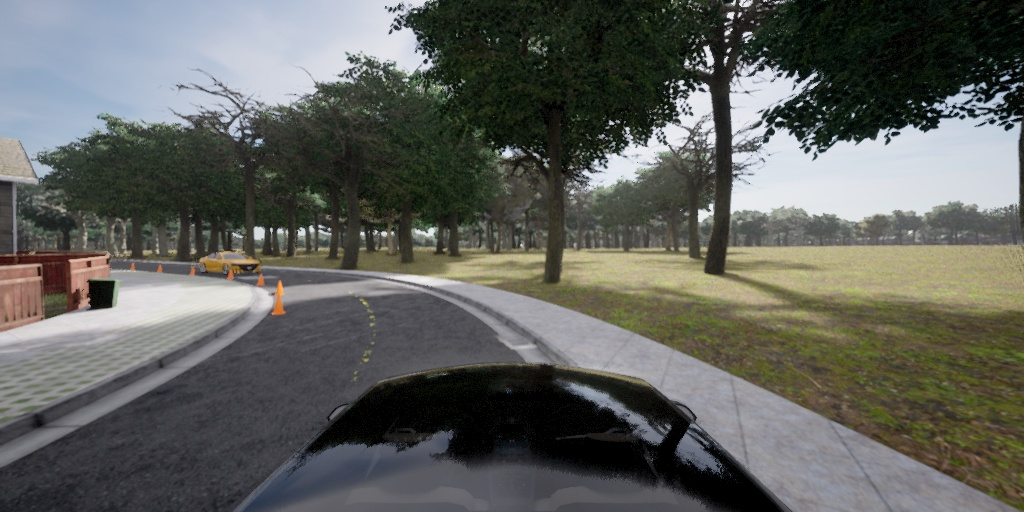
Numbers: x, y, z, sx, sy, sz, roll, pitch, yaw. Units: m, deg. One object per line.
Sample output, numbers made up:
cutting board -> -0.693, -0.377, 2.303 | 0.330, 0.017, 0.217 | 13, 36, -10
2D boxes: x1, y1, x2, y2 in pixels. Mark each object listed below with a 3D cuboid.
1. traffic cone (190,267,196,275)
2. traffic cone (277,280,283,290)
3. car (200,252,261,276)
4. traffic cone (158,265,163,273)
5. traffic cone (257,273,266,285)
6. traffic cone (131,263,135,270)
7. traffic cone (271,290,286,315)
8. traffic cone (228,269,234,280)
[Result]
traffic cone -> -20.384, 0.967, 22.908 | 0.340, 0.580, 0.340 | 0, 0, 28
traffic cone -> -9.394, 1.274, 14.520 | 0.340, 0.580, 0.340 | 0, 0, -38
car -> -19.225, 0.475, 24.450 | 5.008, 1.535, 1.882 | 1, 1, 28
traffic cone -> -24.794, 0.900, 25.266 | 0.340, 0.580, 0.340 | 0, 0, 28
traffic cone -> -12.489, 1.147, 17.853 | 0.340, 0.580, 0.340 | 0, 0, 42
traffic cone -> -29.203, 0.834, 27.624 | 0.340, 0.580, 0.340 | 0, 0, 28
traffic cone -> -6.946, 1.415, 10.686 | 0.340, 0.580, 0.340 | 0, 0, -27
traffic cone -> -16.131, 1.044, 20.579 | 0.340, 0.580, 0.340 | 0, 0, 32
